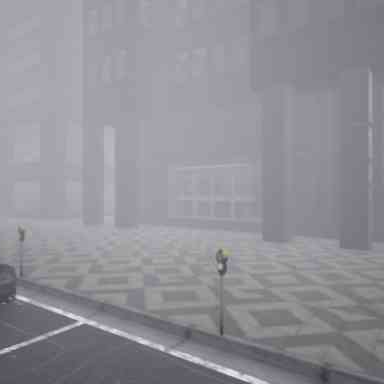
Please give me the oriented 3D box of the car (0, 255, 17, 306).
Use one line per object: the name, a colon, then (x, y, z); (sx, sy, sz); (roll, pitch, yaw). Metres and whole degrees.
car: (-5.207, 1.556, 6.673); (4.403, 1.369, 2.008); (0, 0, 35)
